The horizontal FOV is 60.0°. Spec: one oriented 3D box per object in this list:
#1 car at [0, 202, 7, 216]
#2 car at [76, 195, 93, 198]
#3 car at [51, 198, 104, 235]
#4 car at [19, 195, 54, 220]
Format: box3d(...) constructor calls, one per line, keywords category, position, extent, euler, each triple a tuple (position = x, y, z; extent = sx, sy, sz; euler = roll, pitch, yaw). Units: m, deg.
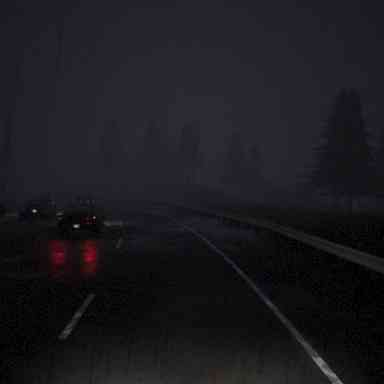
box3d(category="car", position=(-14.422, 1.153, 23.292), extent=(1.812, 1.442, 4.674), euler=(0, 1, -18))
box3d(category="car", position=(-11.117, 0.977, 34.293), extent=(2.033, 1.411, 5.357), euler=(-1, 1, -24))
box3d(category="car", position=(-5.469, 1.247, 16.680), extent=(1.812, 1.442, 4.674), euler=(0, 1, -11))
box3d(category="car", position=(-10.896, 1.176, 23.697), extent=(1.994, 1.385, 4.181), euler=(0, 1, -17))
